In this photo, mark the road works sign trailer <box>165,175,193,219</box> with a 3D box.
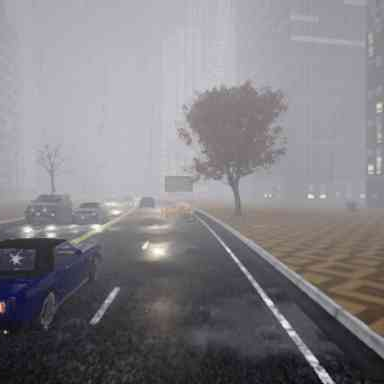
[{"bbox_3d":[-1.139,0.371,28.537,2.380,3.560,2.880,0,0,-5],"label":"road works sign trailer"}]

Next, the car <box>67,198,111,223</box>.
[{"bbox_3d":[-7.542,1.458,24.793,1.812,1.442,4.674,0,0,-4],"label":"car"}]

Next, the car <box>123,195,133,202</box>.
[{"bbox_3d":[-12.787,1.303,66.480,1.994,1.385,4.181,0,0,-10],"label":"car"}]

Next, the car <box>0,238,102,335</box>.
[{"bbox_3d":[-3.242,1.585,6.709,1.895,1.301,4.718,0,0,-1],"label":"car"}]

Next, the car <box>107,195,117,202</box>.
[{"bbox_3d":[-16.295,1.264,67.593,2.128,1.511,4.902,0,0,-10],"label":"car"}]

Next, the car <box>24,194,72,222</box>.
[{"bbox_3d":[-10.866,1.155,25.775,2.150,2.045,5.566,0,0,-4],"label":"car"}]

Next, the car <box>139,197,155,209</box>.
[{"bbox_3d":[-5.907,1.332,43.901,1.882,1.535,5.008,0,0,-7],"label":"car"}]
